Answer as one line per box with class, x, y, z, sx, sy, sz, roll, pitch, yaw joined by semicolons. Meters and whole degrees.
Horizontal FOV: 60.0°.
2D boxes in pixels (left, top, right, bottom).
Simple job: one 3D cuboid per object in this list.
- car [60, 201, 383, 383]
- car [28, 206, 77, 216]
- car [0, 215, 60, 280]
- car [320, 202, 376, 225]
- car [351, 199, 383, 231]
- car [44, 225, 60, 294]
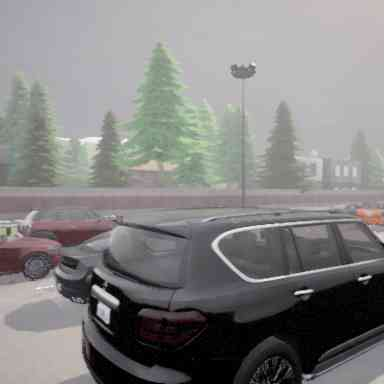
car;1.343;1.226;4.705;5.566;2.045;2.150;0;0;-36
car;-4.518;1.355;13.421;4.553;1.767;2.097;0;0;-36
car;-5.715;1.526;8.277;4.674;1.442;1.812;0;0;-35
car;11.823;1.545;25.086;4.674;1.442;1.812;0;0;-35
car;12.312;1.369;21.128;4.553;1.767;2.097;0;0;-36
car;-0.529;1.510;7.669;4.892;1.490;1.837;-1;0;-36
